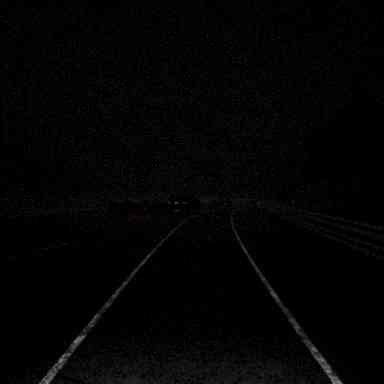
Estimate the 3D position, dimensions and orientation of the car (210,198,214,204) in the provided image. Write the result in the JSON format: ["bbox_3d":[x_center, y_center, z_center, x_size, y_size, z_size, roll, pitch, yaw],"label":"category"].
[{"bbox_3d":[5.663,2.140,79.064,1.882,1.535,5.008,0,-1,17],"label":"car"}]

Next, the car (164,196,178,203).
[{"bbox_3d":[-5.614,2.003,89.970,2.150,2.045,5.566,0,-1,17],"label":"car"}]

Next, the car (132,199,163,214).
[{"bbox_3d":[-4.109,1.509,35.787,2.128,1.511,4.902,-2,-1,17],"label":"car"}]

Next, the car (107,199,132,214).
[{"bbox_3d":[-7.430,1.547,36.822,1.882,1.535,5.008,0,0,17],"label":"car"}]

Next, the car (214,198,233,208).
[{"bbox_3d":[5.537,1.795,55.010,1.837,1.490,4.892,0,-1,17],"label":"car"}]

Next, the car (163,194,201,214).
[{"bbox_3d":[-0.744,1.191,34.758,2.150,2.045,5.566,0,-1,17],"label":"car"}]

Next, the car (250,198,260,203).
[{"bbox_3d":[17.238,2.445,92.763,1.812,1.442,4.674,0,-1,17],"label":"car"}]

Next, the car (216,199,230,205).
[{"bbox_3d":[6.632,2.127,70.367,1.895,1.301,4.718,0,-1,17],"label":"car"}]

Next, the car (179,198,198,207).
[{"bbox_3d":[-0.559,1.829,58.995,1.837,1.490,4.892,0,-1,17],"label":"car"}]
